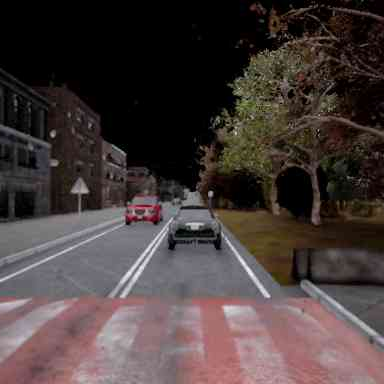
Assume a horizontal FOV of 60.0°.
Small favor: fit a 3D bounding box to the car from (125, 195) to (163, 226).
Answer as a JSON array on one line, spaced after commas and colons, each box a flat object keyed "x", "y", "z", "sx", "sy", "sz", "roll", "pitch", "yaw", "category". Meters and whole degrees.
[{"x": -3.312, "y": 1.257, "z": 23.944, "sx": 2.150, "sy": 2.045, "sz": 5.566, "roll": 0, "pitch": 0, "yaw": 0, "category": "car"}]

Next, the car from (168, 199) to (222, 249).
[{"x": 0.115, "y": 1.373, "z": 14.817, "sx": 2.097, "sy": 1.767, "sz": 4.553, "roll": 0, "pitch": 0, "yaw": 0, "category": "car"}]
